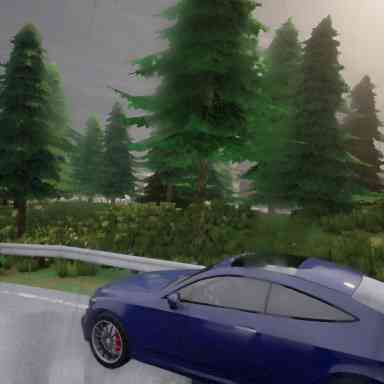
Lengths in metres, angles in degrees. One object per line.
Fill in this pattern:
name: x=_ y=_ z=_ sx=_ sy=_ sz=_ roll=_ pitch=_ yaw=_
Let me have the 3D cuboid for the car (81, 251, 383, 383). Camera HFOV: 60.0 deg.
car: x=0.726 y=1.500 z=4.117 sx=4.674 sy=1.442 sz=1.812 roll=1 pitch=1 yaw=31
